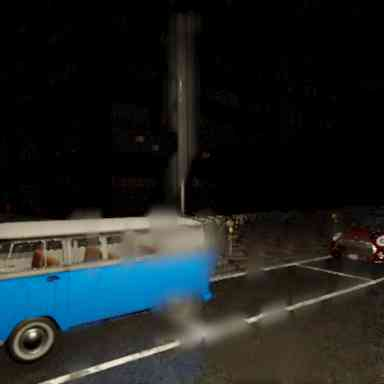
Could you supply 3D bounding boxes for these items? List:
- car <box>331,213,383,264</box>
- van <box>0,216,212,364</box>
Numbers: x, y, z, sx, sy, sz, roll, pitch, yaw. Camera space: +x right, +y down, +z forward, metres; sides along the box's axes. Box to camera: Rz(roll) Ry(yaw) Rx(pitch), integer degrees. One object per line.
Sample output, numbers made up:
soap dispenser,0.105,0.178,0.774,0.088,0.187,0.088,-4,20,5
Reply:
car,6.549,1.460,11.327,4.097,1.590,1.967,0,-1,-35
van,-1.555,1.345,5.554,3.998,1.788,1.690,0,-1,-35
